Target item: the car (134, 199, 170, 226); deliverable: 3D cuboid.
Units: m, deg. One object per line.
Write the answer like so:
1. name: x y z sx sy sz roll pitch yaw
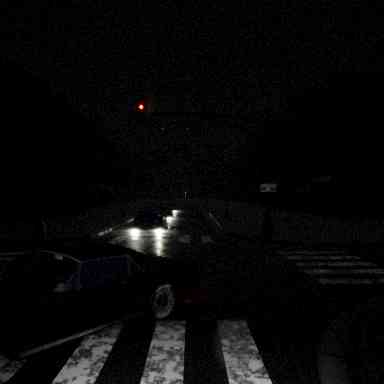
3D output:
1. car: -2.912 1.492 23.982 1.882 1.535 5.008 0 0 0

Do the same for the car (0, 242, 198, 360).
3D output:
1. car: -2.073 1.603 5.481 1.895 1.301 4.718 0 0 41

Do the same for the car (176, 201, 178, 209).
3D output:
1. car: -2.939 1.532 43.533 1.837 1.490 4.892 0 0 0

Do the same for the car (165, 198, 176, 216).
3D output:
1. car: -2.931 1.498 33.451 1.882 1.535 5.008 0 0 0
